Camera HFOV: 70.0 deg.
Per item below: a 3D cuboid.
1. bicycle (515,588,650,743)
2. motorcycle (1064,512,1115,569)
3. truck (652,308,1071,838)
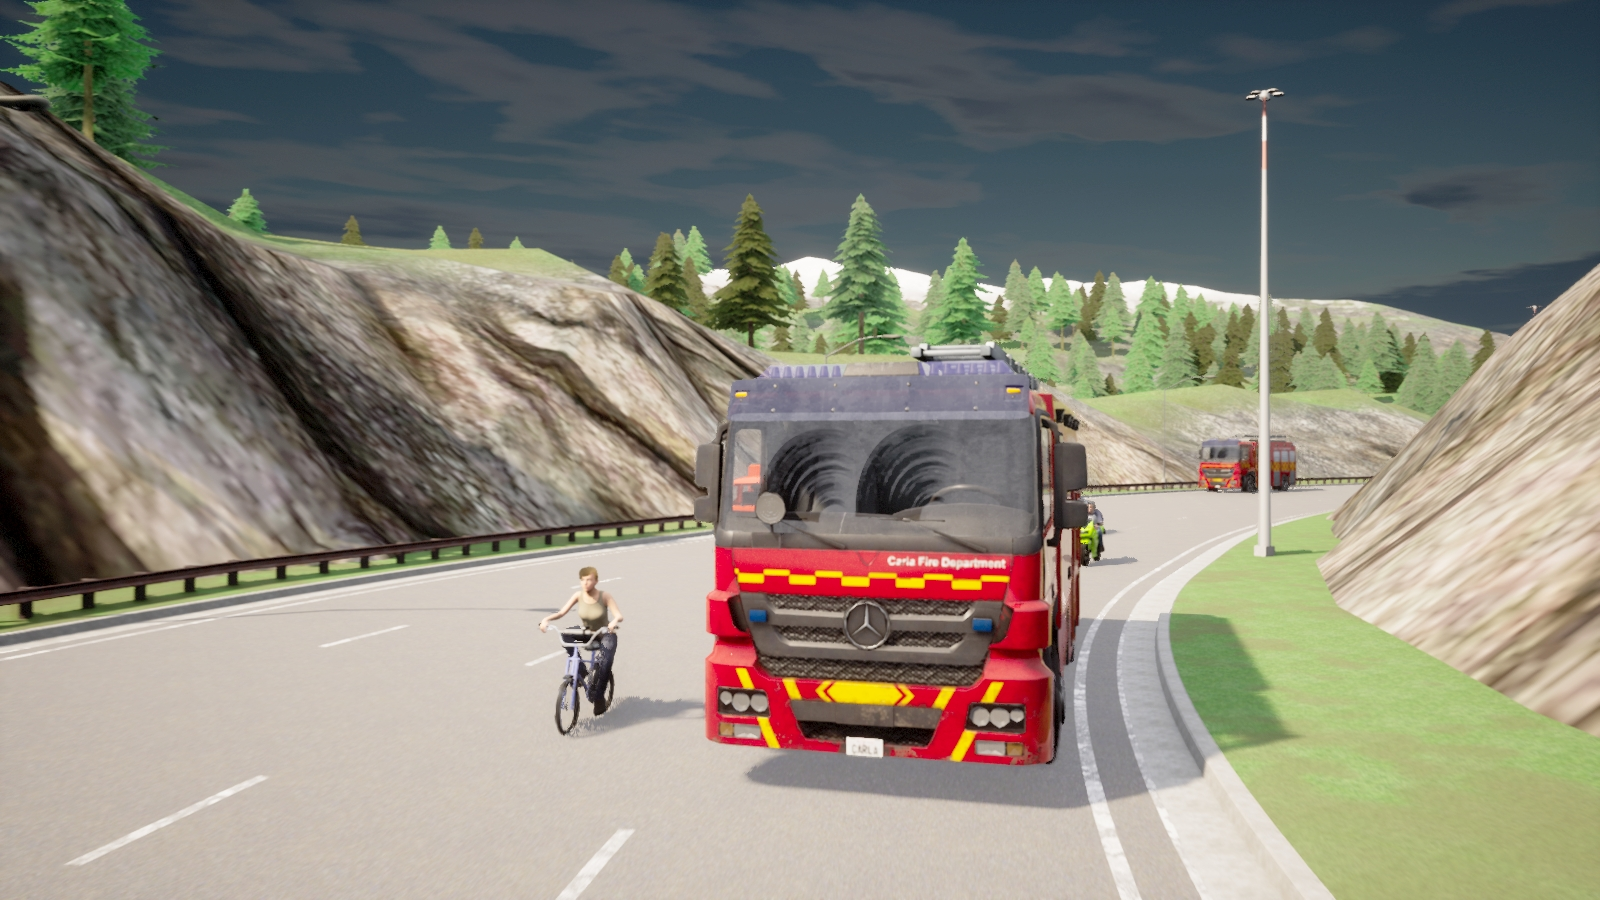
[{"bbox_3d":[-2.197,2.160,11.730,0.859,1.277,1.487,0,0,11],"label":"bicycle"},{"bbox_3d":[7.117,2.192,28.019,0.803,1.199,2.033,0,0,26],"label":"motorcycle"},{"bbox_3d":[1.362,0.893,12.718,2.891,3.827,8.468,0,0,16],"label":"truck"}]
